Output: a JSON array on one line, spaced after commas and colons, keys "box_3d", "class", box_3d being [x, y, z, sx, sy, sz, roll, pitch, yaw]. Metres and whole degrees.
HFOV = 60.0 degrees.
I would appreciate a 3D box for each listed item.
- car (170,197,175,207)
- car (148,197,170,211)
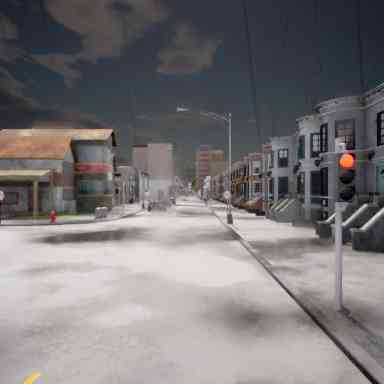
[{"box_3d": [-4.015, 1.505, 49.496, 1.837, 1.490, 4.892, 0, 0, 0], "class": "car"}, {"box_3d": [-4.042, 1.564, 39.550, 1.994, 1.385, 4.181, 0, 0, 0], "class": "car"}]
